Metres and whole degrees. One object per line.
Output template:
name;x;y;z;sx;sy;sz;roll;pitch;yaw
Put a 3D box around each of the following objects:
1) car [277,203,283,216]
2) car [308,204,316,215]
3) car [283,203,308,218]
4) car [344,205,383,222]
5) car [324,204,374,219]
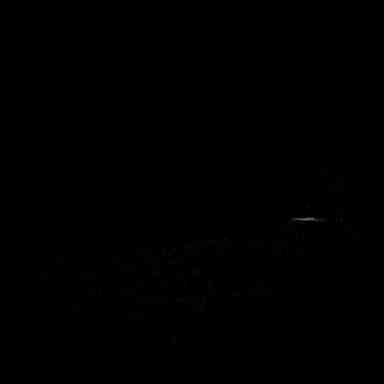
car;6.706;1.722;35.571;2.192;1.841;5.009;0;-1;-36
car;13.528;2.073;40.683;1.752;1.417;4.829;0;-1;-36
car;9.617;1.940;35.935;1.837;1.490;4.892;1;-1;-36
car;15.466;1.937;27.860;1.895;1.301;4.718;1;-1;-37
car;16.916;2.035;35.982;1.887;1.381;4.507;0;-1;-36
